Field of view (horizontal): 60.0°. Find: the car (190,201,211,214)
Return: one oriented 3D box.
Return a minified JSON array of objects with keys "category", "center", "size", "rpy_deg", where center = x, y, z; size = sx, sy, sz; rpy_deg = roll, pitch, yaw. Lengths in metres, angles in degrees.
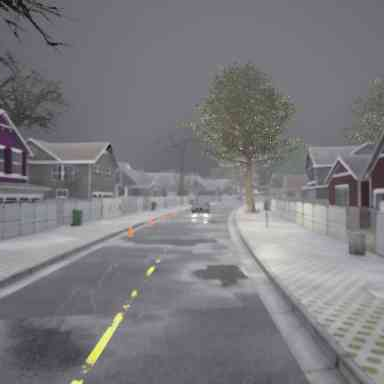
[{"category":"car","center":[1.061,1.686,37.206],"size":[1.994,1.385,4.181],"rpy_deg":[0,0,9]}]

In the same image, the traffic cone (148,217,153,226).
[{"category":"traffic cone","center":[-2.809,2.011,22.490],"size":[0.340,0.580,0.340],"rpy_deg":[0,0,5]}]

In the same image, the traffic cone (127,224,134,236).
[{"category":"traffic cone","center":[-3.226,1.993,17.455],"size":[0.340,0.580,0.340],"rpy_deg":[0,0,4]}]
